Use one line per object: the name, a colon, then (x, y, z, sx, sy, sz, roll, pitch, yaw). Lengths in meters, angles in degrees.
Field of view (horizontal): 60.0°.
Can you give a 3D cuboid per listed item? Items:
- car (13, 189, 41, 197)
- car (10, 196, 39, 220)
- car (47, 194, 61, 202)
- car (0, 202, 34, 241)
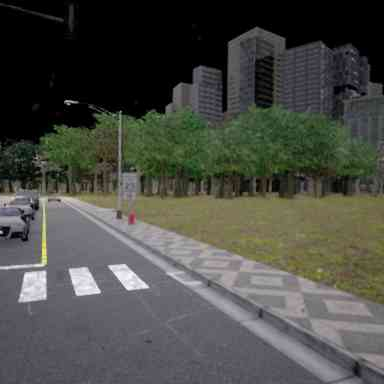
car: (-16.601, 0.770, 33.552, 2.150, 2.045, 5.566, 0, 1, -24)
car: (-12.292, 1.241, 23.756, 1.994, 1.385, 4.181, 0, 1, -24)
car: (-21.598, 0.930, 52.026, 1.895, 1.301, 4.718, 0, 1, -24)
car: (-8.275, 1.358, 14.691, 1.994, 1.385, 4.181, 0, 1, -24)
